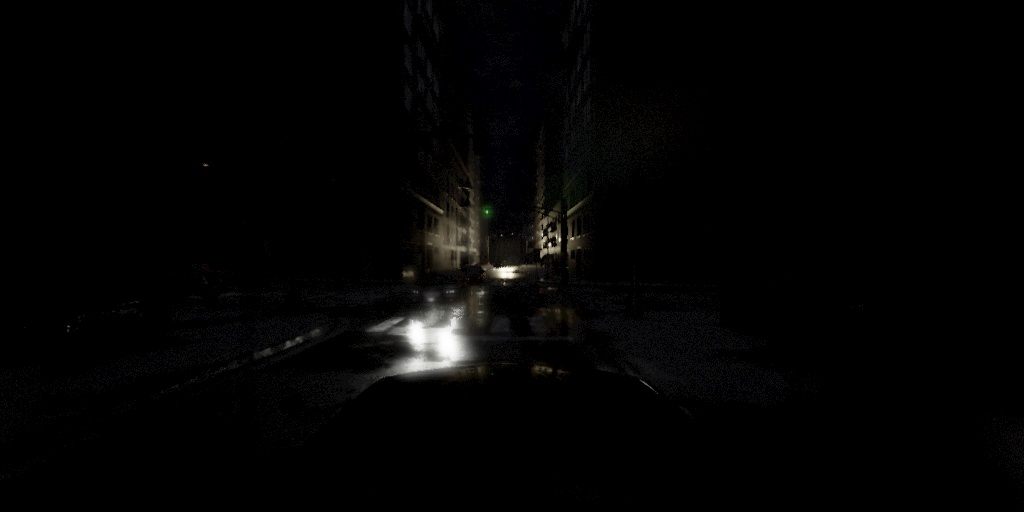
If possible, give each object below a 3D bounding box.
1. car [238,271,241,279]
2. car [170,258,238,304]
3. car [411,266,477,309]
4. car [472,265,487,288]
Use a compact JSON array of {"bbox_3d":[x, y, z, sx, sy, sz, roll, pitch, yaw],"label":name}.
[{"bbox_3d":[-20.594,1.106,23.494,4.829,1.417,1.751,0,0,0],"label":"car"},{"bbox_3d":[-14.916,0.967,14.992,5.009,1.841,2.192,0,0,0],"label":"car"},{"bbox_3d":[-2.951,1.349,15.563,2.128,1.511,4.902,0,0,0],"label":"car"},{"bbox_3d":[-2.910,1.435,25.905,1.882,1.535,5.008,0,0,0],"label":"car"}]
